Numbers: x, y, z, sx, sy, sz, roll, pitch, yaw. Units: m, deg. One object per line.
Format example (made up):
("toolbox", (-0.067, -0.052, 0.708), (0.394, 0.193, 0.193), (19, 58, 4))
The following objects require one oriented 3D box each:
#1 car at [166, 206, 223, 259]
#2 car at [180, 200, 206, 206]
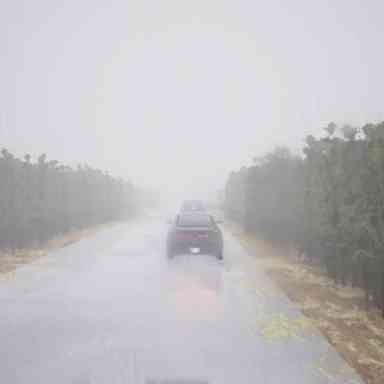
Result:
("car", (0.096, 1.501, 12.525), (1.837, 1.490, 4.892), (0, 0, 0))
("car", (0.096, 1.429, 27.478), (2.097, 1.767, 4.553), (0, -1, 0))
